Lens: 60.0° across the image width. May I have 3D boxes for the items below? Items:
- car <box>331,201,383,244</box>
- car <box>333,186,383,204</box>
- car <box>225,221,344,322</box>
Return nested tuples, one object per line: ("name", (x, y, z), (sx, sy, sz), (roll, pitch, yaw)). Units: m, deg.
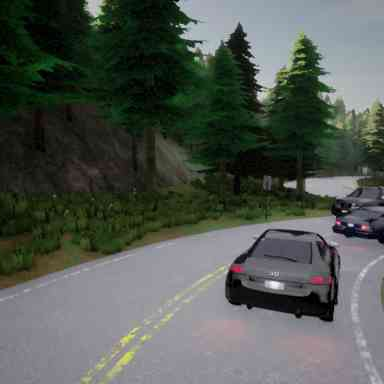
("car", (8.623, 1.372, 14.991), (5.357, 1.411, 2.033), (-1, 5, -33))
("car", (10.993, 0.703, 20.300), (5.566, 2.045, 2.150), (-1, 5, -32))
("car", (2.226, 1.531, 7.475), (1.994, 1.385, 4.181), (2, 2, 24))
